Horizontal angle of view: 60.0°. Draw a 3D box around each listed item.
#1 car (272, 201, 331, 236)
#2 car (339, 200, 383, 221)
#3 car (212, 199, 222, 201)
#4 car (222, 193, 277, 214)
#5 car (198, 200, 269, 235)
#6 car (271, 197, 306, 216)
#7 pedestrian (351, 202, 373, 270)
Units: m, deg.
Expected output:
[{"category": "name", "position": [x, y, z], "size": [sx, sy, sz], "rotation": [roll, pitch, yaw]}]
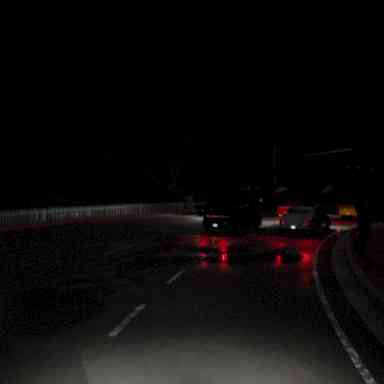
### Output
[{"category": "car", "position": [6.134, 1.450, 17.954], "size": [1.812, 1.442, 4.674], "rotation": [0, 0, 33]}, {"category": "car", "position": [13.242, 1.370, 25.690], "size": [5.008, 1.535, 1.882], "rotation": [0, 0, -40]}, {"category": "car", "position": [2.612, 1.379, 30.636], "size": [1.837, 1.490, 4.892], "rotation": [0, 0, 44]}, {"category": "car", "position": [5.415, 1.101, 28.532], "size": [2.150, 2.045, 5.566], "rotation": [0, 0, 45]}, {"category": "car", "position": [2.349, 1.413, 18.431], "size": [2.128, 1.511, 4.902], "rotation": [0, 0, 30]}, {"category": "car", "position": [8.613, 1.367, 26.350], "size": [1.882, 1.535, 5.008], "rotation": [0, 0, 44]}, {"category": "pedestrian", "position": [4.457, 1.105, 8.690], "size": [0.375, 1.860, 0.375], "rotation": [0, 0, 18]}]
